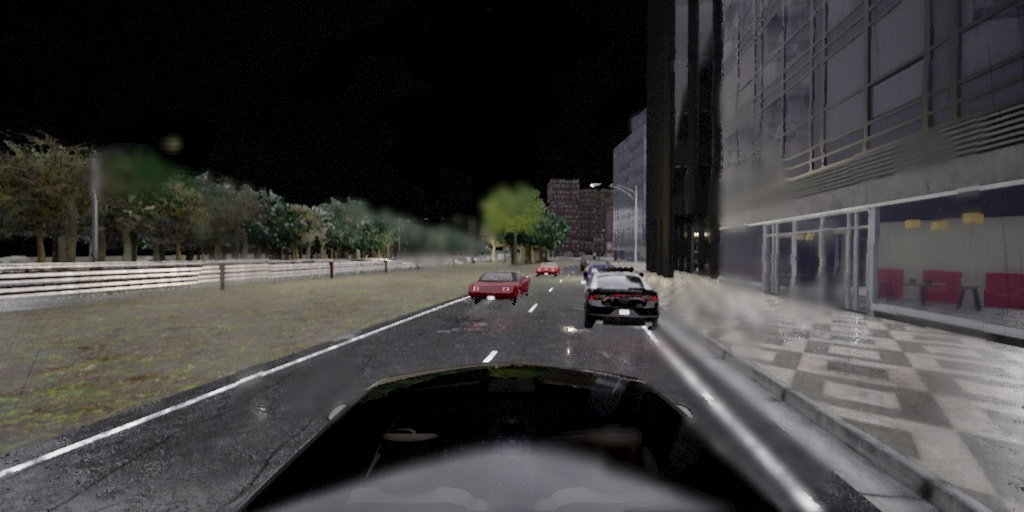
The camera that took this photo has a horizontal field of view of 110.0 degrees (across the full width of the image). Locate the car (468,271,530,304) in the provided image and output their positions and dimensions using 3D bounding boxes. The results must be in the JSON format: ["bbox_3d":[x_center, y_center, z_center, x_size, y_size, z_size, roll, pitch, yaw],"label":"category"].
[{"bbox_3d":[-0.360,1.307,16.025,1.895,1.301,4.718,0,0,11],"label":"car"}]

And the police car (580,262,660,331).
[{"bbox_3d":[3.204,1.150,11.216,1.930,1.638,5.238,0,0,11],"label":"police car"}]

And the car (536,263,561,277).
[{"bbox_3d":[3.555,1.269,33.885,1.895,1.301,4.718,0,0,13],"label":"car"}]

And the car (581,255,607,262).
[{"bbox_3d":[6.397,1.040,26.547,2.097,1.767,4.553,0,0,13],"label":"car"}]
